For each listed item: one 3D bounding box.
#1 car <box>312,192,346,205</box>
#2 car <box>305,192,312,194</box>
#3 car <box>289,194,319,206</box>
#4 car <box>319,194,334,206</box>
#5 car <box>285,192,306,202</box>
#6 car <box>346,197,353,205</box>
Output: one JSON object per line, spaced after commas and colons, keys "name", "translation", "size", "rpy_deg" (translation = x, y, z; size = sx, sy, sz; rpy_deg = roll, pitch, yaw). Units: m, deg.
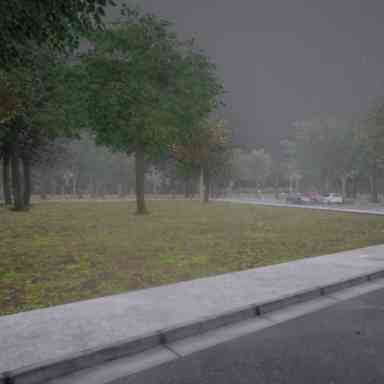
{"name": "car", "translation": [24.398, 1.272, 59.510], "size": [2.150, 2.045, 5.566], "rpy_deg": [0, 0, -11]}
{"name": "car", "translation": [24.945, 1.118, 72.249], "size": [2.150, 2.045, 5.566], "rpy_deg": [0, 0, -12]}
{"name": "car", "translation": [18.532, 1.552, 55.376], "size": [1.812, 1.442, 4.674], "rpy_deg": [0, 0, -12]}
{"name": "car", "translation": [21.501, 1.530, 57.048], "size": [2.128, 1.511, 4.902], "rpy_deg": [0, 0, -12]}
{"name": "car", "translation": [21.774, 1.406, 71.535], "size": [2.128, 1.511, 4.902], "rpy_deg": [0, 0, -12]}
{"name": "car", "translation": [27.384, 1.555, 61.106], "size": [2.128, 1.511, 4.902], "rpy_deg": [0, 0, -11]}
